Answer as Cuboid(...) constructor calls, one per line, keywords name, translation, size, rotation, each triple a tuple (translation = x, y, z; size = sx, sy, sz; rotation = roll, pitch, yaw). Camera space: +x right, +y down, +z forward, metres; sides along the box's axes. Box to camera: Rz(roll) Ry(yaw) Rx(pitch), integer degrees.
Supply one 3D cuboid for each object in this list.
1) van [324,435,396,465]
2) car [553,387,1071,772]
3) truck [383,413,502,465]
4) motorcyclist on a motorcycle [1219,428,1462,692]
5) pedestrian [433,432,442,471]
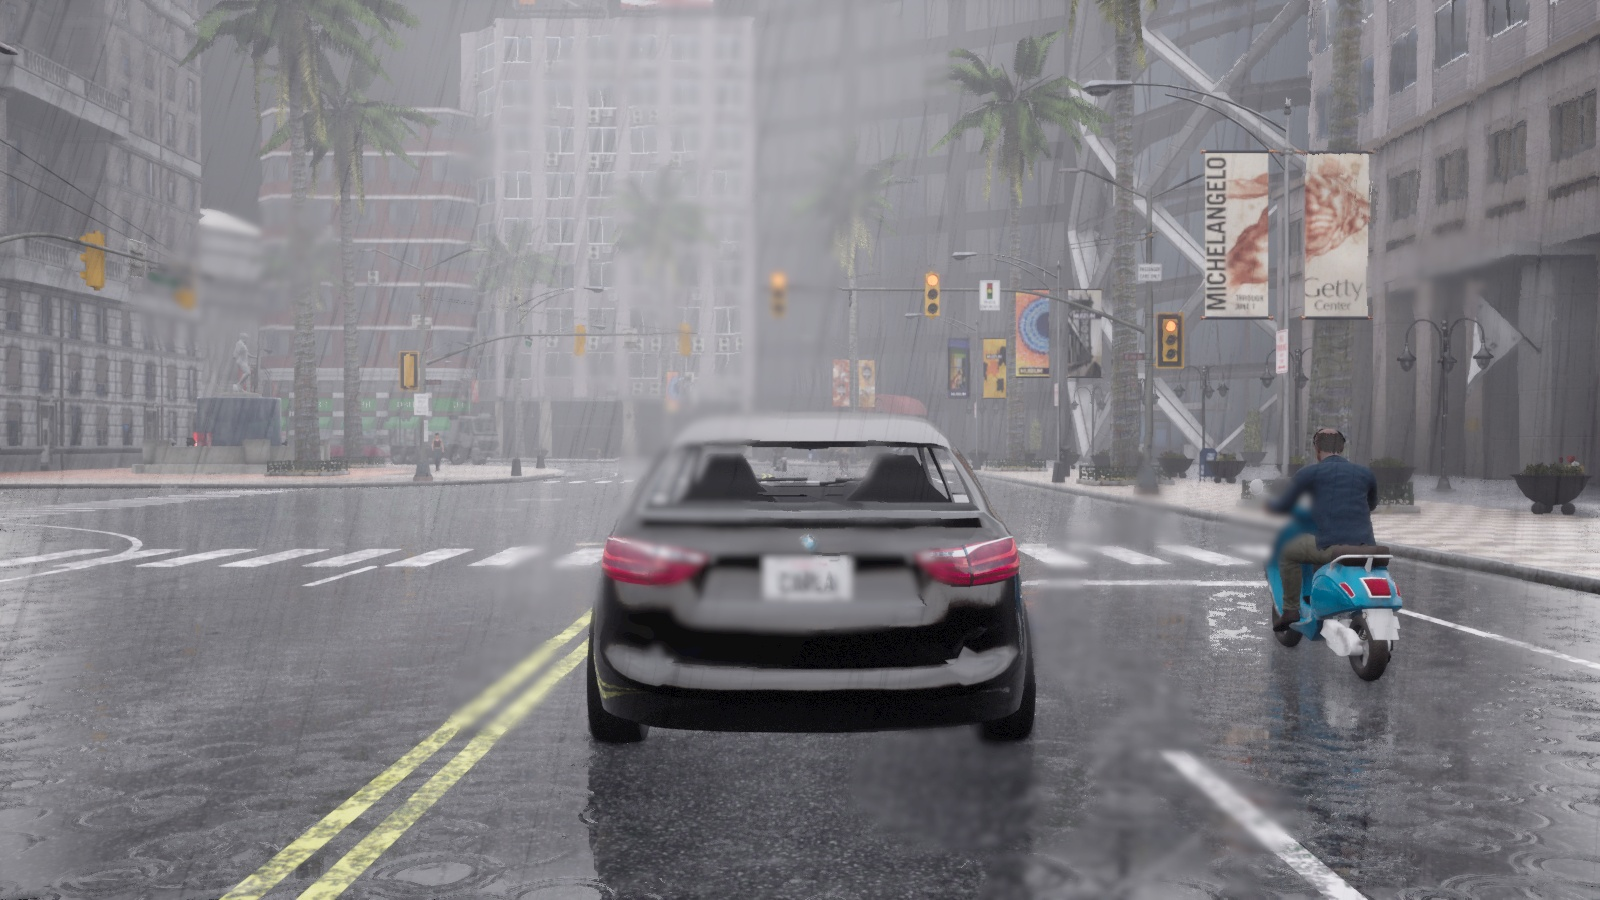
Cuboid(name="van", translation=(-30.039, -0.009, 85.781), size=(4.442, 1.987, 1.775), rotation=(0, 0, 17))
Cuboid(name="car", translation=(0.062, 0.547, 7.745), size=(2.242, 1.667, 4.611), rotation=(0, 0, 0))
Cuboid(name="truck", translation=(-24.935, -0.750, 87.544), size=(7.936, 3.462, 2.891), rotation=(0, 0, 22))
Cuboid(name="motorcyclist on a motorcycle", translation=(3.552, 0.655, 8.461), size=(0.866, 1.590, 1.817), rotation=(0, 0, 1))
Cuboid(name="pedestrian", translation=(-17.255, 0.052, 59.739), size=(0.345, 1.836, 0.594), rotation=(0, 0, -8))
